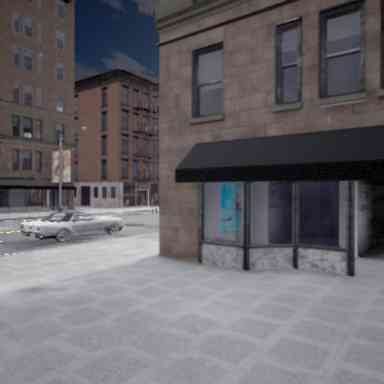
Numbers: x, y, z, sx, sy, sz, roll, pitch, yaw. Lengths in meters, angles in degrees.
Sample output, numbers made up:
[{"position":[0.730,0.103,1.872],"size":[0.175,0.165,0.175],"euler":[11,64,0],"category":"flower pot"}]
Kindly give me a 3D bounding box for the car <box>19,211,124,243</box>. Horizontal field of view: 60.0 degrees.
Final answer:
[{"position":[-5.573,1.581,16.119],"size":[1.895,1.301,4.718],"euler":[0,0,35],"category":"car"}]
